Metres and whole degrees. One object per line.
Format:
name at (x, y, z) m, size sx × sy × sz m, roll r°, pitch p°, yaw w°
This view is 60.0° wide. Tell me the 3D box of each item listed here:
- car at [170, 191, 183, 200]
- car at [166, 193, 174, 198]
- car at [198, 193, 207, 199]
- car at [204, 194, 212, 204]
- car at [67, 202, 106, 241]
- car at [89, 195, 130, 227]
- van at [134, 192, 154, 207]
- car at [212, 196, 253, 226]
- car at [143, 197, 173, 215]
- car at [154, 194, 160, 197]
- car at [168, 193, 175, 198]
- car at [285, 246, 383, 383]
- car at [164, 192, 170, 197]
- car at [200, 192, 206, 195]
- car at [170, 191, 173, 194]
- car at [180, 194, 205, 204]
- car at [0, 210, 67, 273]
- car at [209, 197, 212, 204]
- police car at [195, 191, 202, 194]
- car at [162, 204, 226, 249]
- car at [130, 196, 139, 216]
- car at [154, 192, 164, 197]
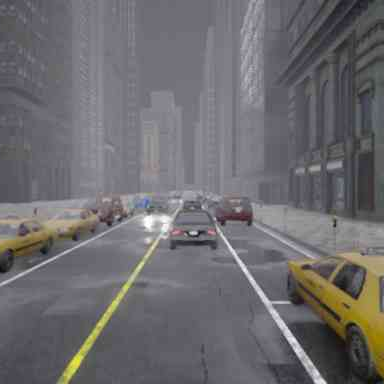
car at (-3.124, 1.108, 73.105) m, size 1.895 × 1.301 × 4.718 m, roll 0°, pitch 0°, yaw 0°
car at (-5.917, 1.002, 89.567) m, size 2.008 × 1.369 × 4.403 m, roll 0°, pitch 0°, yaw 0°
car at (2.617, 1.028, 83.946) m, size 1.887 × 1.381 × 4.507 m, roll 0°, pitch 0°, yaw 0°
car at (2.694, 1.298, 38.822) m, size 2.008 × 1.369 × 4.403 m, roll 0°, pitch 0°, yaw 0°
car at (-5.792, 1.417, 16.069) m, size 1.752 × 1.417 × 4.829 m, roll 0°, pitch 0°, yaw 0°
car at (-5.803, 1.169, 21.878) m, size 2.192 × 1.841 × 5.009 m, roll 0°, pitch 0°, yaw 0°
van at (-5.832, 1.089, 38.800) m, size 1.690 × 1.788 × 3.998 m, roll 0°, pitch 0°, yaw 0°
car at (2.722, 1.168, 21.900) m, size 2.192 × 1.841 × 5.009 m, roll 0°, pitch 0°, yaw 0°
car at (-3.153, 1.393, 31.532) m, size 1.895 × 1.301 × 4.718 m, roll 0°, pitch 0°, yaw 0°
car at (-5.841, 1.264, 44.442) m, size 2.008 × 1.369 × 4.403 m, roll 0°, pitch 0°, yaw 0°
car at (-5.927, 0.945, 95.038) m, size 1.752 × 1.417 × 4.829 m, roll 0°, pitch 0°, yaw 0°
car at (2.751, 1.489, 5.150) m, size 1.752 × 1.417 × 4.829 m, roll 0°, pitch 0°, yaw 0°
car at (-5.871, 0.930, 61.362) m, size 2.192 × 1.841 × 5.009 m, roll 0°, pitch 0°, yaw 0°
car at (2.664, 1.087, 55.742) m, size 1.967 × 1.590 × 4.097 m, roll 0°, pitch 0°, yaw 0°
car at (-5.898, 1.083, 78.286) m, size 1.947 × 1.339 × 4.313 m, roll 0°, pitch 0°, yaw 0°
car at (0.039, 1.281, 34.034) m, size 1.837 × 1.490 × 4.892 m, roll 0°, pitch 0°, yaw 0°
car at (-5.783, 1.454, 10.428) m, size 1.752 × 1.417 × 4.829 m, roll 0°, pitch 0°, yaw 0°
car at (2.713, 1.368, 27.541) m, size 2.008 × 1.369 × 4.403 m, roll 0°, pitch 0°, yaw 0°
police car at (2.248, 0.992, 69.518) m, size 1.930 × 1.638 × 5.238 m, roll 0°, pitch 0°, yaw 0°
car at (0.070, 1.452, 13.993) m, size 2.033 × 1.411 × 5.357 m, roll 0°, pitch 0°, yaw 0°
car at (-5.812, 1.344, 27.350) m, size 1.752 × 1.417 × 4.829 m, roll 0°, pitch 0°, yaw 0°
car at (-5.852, 0.995, 50.081) m, size 2.192 × 1.841 × 5.009 m, roll 0°, pitch 0°, yaw 0°
